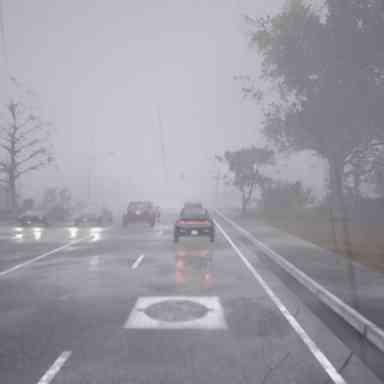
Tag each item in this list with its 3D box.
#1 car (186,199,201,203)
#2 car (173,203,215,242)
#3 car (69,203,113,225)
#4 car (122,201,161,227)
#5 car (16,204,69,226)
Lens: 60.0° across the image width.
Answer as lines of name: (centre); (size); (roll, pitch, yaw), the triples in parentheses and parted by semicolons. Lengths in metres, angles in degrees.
car: (0.112, 1.499, 34.294); (1.882, 1.535, 5.008); (0, 0, 0)
car: (0.106, 1.502, 16.470); (2.128, 1.511, 4.902); (0, 0, 0)
car: (-6.991, 1.561, 24.119); (1.812, 1.442, 4.674); (0, 0, 0)
car: (-3.392, 1.365, 23.061); (2.097, 1.767, 4.553); (0, 0, 0)
car: (-10.491, 1.562, 24.092); (2.033, 1.411, 5.357); (0, 0, 0)
